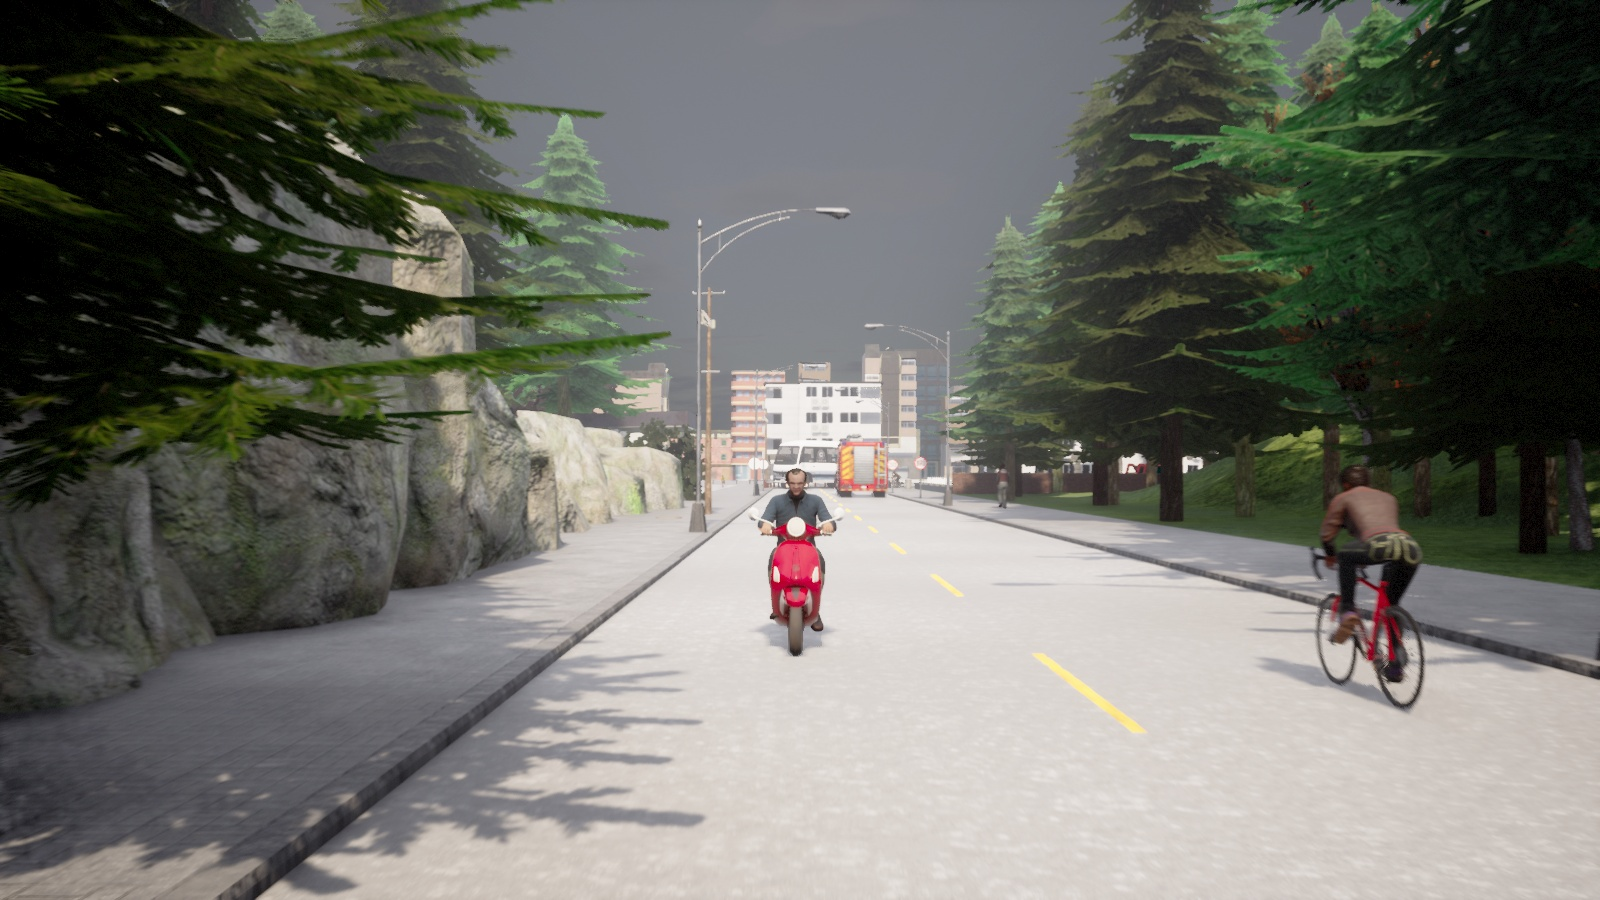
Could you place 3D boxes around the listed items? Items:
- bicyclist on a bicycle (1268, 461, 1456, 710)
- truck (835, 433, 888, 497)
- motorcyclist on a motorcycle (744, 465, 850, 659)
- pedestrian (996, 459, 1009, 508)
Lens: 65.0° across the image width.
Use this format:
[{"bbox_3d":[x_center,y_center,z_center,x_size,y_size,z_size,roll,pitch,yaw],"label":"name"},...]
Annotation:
[{"bbox_3d":[3.979,0.903,9.034,0.582,1.620,1.656,0,-1,0],"label":"bicyclist on a bicycle"},{"bbox_3d":[3.784,0.961,79.271,2.891,3.827,8.468,0,-1,0],"label":"truck"},{"bbox_3d":[-0.027,0.956,11.271,0.866,1.590,1.817,0,-2,0],"label":"motorcyclist on a motorcycle"},{"bbox_3d":[8.116,1.335,50.362,0.402,1.930,0.666,0,-1,-3],"label":"pedestrian"}]
